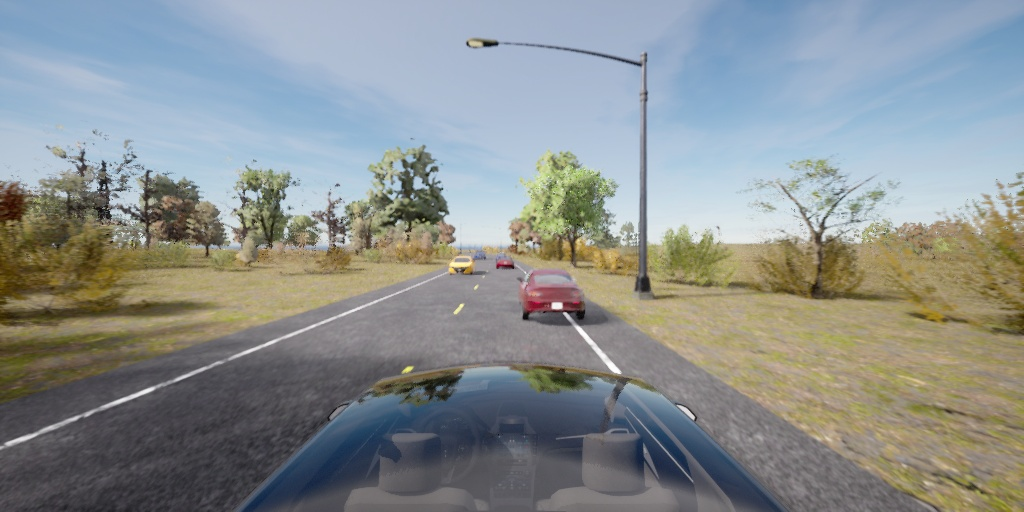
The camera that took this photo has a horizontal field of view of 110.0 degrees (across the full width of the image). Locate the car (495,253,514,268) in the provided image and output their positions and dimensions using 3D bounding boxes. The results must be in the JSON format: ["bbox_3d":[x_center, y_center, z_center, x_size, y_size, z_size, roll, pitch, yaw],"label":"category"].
[{"bbox_3d":[-0.791,0.645,40.457,1.994,1.385,4.181,0,1,-2],"label":"car"}]

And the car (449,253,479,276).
[{"bbox_3d":[-4.069,0.750,29.884,1.882,1.535,5.008,0,1,-2],"label":"car"}]

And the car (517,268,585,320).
[{"bbox_3d":[1.162,1.106,11.749,1.812,1.442,4.674,0,1,-1],"label":"car"}]

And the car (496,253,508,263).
[{"bbox_3d":[-1.729,0.289,58.065,1.812,1.442,4.674,0,1,-3],"label":"car"}]
